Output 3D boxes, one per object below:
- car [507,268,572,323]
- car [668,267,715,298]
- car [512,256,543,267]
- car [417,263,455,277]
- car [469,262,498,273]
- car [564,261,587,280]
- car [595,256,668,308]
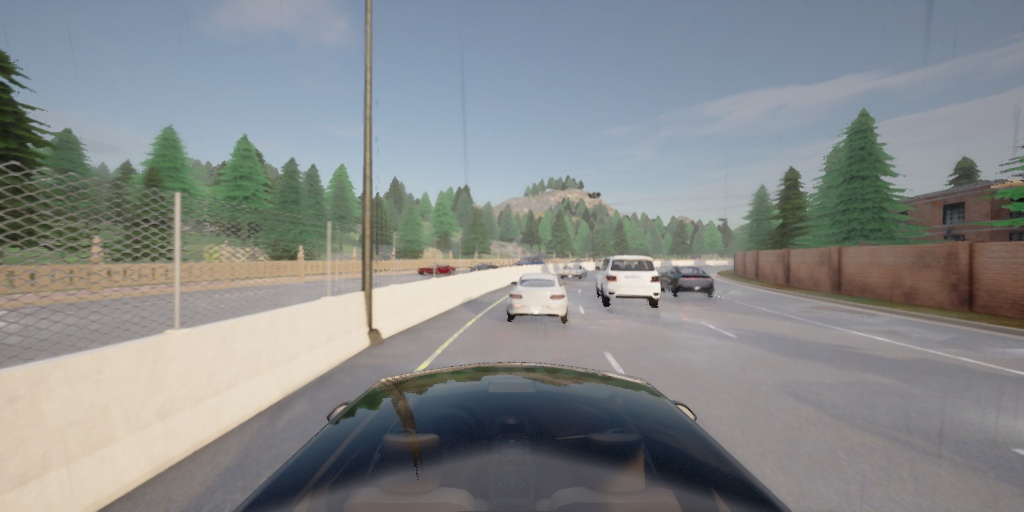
[{"bbox_3d":[0.915,1.297,12.228,1.812,1.442,4.674,0,0,6],"label":"car"},{"bbox_3d":[9.171,1.311,19.162,2.128,1.511,4.902,0,0,12],"label":"car"},{"bbox_3d":[2.008,1.048,42.622,2.150,2.045,5.566,0,0,25],"label":"car"},{"bbox_3d":[-7.760,1.375,37.016,1.895,1.301,4.718,0,0,19],"label":"car"},{"bbox_3d":[-3.073,1.363,39.459,1.994,1.385,4.181,0,0,22],"label":"car"},{"bbox_3d":[5.686,1.427,32.569,1.895,1.301,4.718,0,0,19],"label":"car"},{"bbox_3d":[4.960,1.017,15.895,2.150,2.045,5.566,0,0,10],"label":"car"}]
